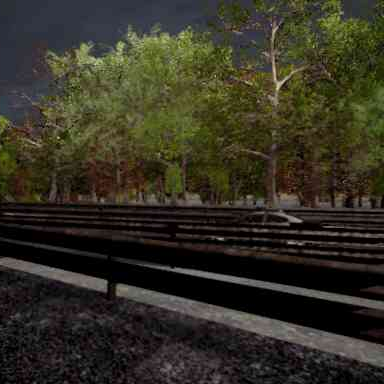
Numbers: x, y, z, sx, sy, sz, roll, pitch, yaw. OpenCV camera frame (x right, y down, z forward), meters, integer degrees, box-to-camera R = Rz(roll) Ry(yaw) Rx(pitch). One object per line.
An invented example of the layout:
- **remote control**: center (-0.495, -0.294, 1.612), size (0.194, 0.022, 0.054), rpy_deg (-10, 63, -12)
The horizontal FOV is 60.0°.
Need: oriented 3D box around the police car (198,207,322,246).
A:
- **police car**: center (2.836, 1.459, 14.204), size (5.238, 1.638, 1.930), rpy_deg (0, 0, 22)
